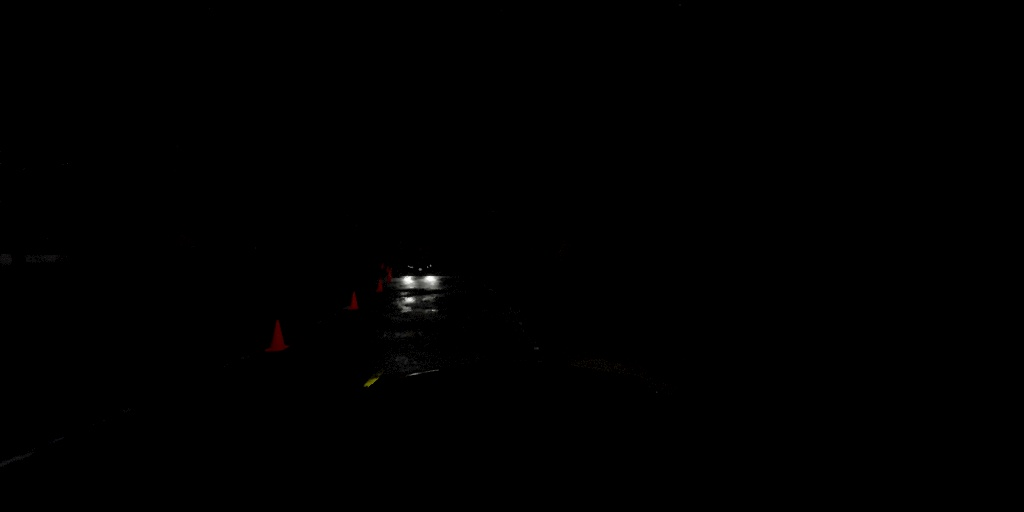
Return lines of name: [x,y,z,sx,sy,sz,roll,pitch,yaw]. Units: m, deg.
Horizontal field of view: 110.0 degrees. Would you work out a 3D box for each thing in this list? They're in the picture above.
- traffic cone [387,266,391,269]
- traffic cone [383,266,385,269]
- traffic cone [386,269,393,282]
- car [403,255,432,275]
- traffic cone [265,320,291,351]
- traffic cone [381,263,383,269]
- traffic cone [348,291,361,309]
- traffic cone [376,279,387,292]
traffic cone: [-8.844,1.147,26.172,0.340,0.580,0.340,0,0,-20]
traffic cone: [-10.608,1.040,30.681,0.340,0.580,0.340,0,0,-23]
traffic cone: [-7.372,1.257,21.561,0.340,0.580,0.340,0,0,-16]
car: [-7.440,0.662,28.027,1.837,1.490,4.892,0,1,-21]
traffic cone: [-4.759,1.591,7.296,0.340,0.580,0.340,0,0,-5]
traffic cone: [-12.657,0.937,35.067,0.340,0.580,0.340,0,0,-27]
traffic cone: [-5.325,1.482,12.104,0.340,0.580,0.340,0,0,-9]
traffic cone: [-6.197,1.370,16.865,0.340,0.580,0.340,0,0,-12]
